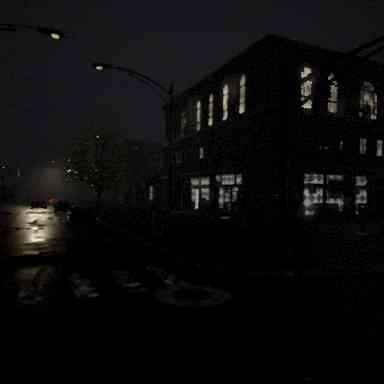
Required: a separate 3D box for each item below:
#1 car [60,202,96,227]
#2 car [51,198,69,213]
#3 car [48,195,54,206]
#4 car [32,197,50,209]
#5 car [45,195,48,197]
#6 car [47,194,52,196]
[{"bbox_3d":[-7.820,1.654,23.320,2.008,1.369,4.403,1,-1,-25],"label":"car"},{"bbox_3d":[-15.197,1.675,39.143,1.887,1.381,4.507,1,-1,-25],"label":"car"},{"bbox_3d":[-24.503,1.745,59.191,1.802,1.307,4.206,1,-1,-25],"label":"car"},{"bbox_3d":[-20.877,1.703,45.521,1.895,1.301,4.718,1,-1,-25],"label":"car"},{"bbox_3d":[-25.026,1.594,54.466,1.882,1.535,5.008,1,-1,-25],"label":"car"},{"bbox_3d":[-36.131,1.517,84.254,2.192,1.841,5.009,1,-1,-25],"label":"car"}]
